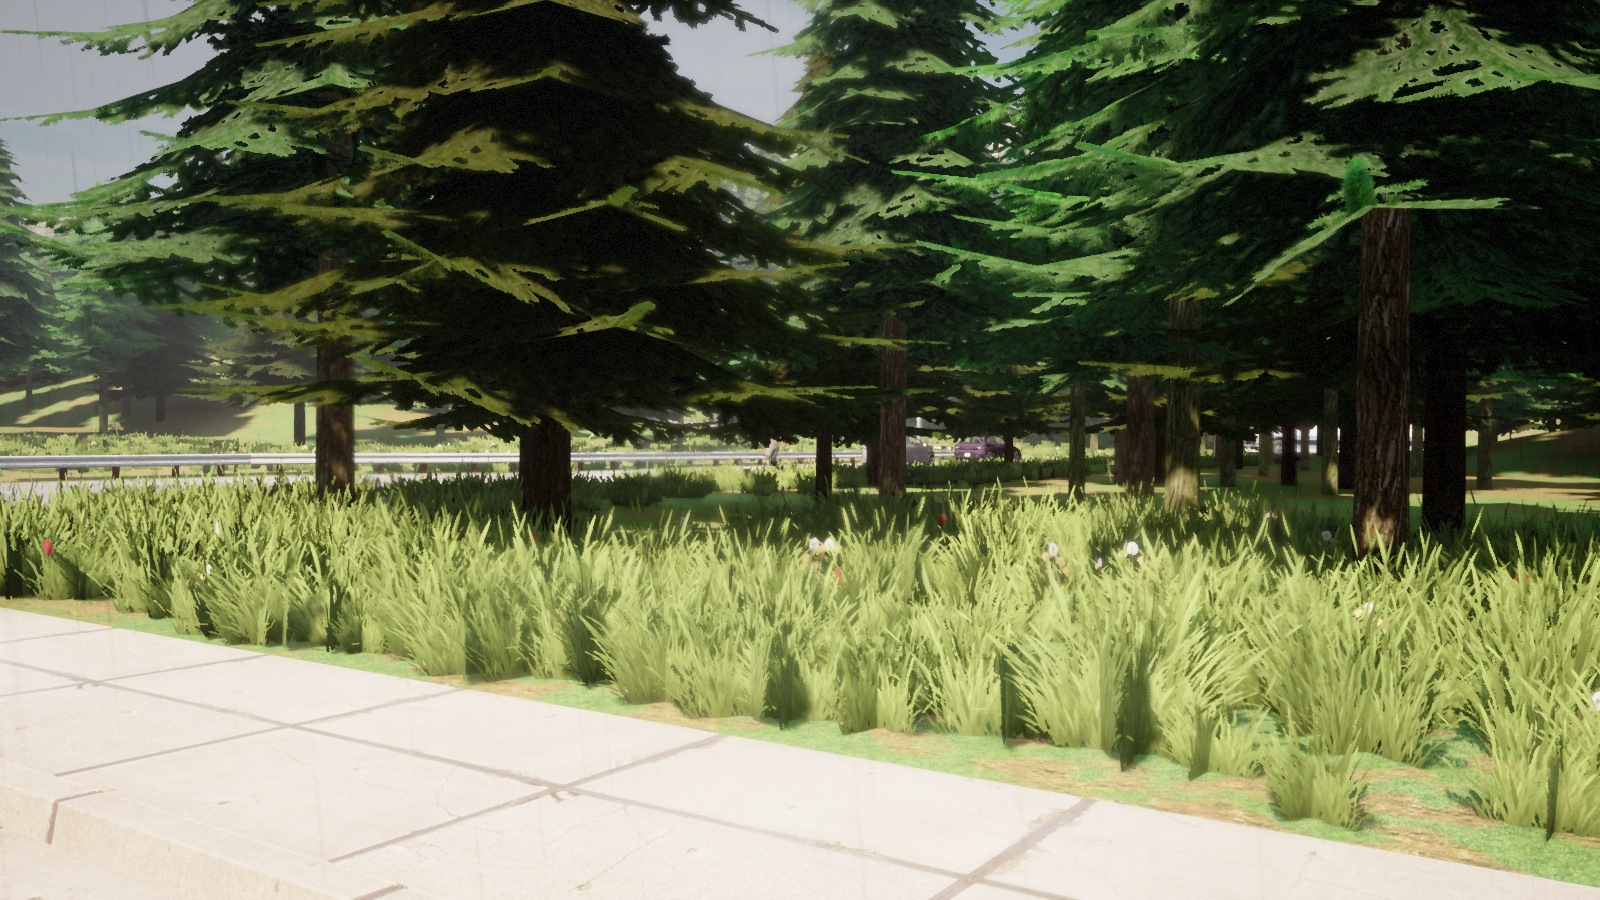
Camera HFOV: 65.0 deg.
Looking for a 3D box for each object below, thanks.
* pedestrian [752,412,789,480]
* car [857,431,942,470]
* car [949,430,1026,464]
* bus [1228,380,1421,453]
[{"bbox_3d":[-0.853,-0.121,36.263,0.659,1.952,0.873,0,1,35],"label":"pedestrian"},{"bbox_3d":[4.080,-0.017,51.140,1.845,1.501,3.633,0,1,35],"label":"car"},{"bbox_3d":[8.648,-0.148,57.729,1.816,1.474,4.193,0,1,35],"label":"car"},{"bbox_3d":[32.219,-2.022,77.513,10.273,4.253,3.944,0,1,4],"label":"bus"}]
